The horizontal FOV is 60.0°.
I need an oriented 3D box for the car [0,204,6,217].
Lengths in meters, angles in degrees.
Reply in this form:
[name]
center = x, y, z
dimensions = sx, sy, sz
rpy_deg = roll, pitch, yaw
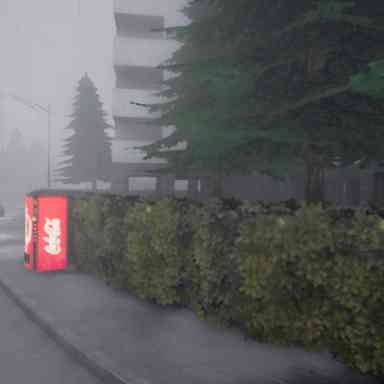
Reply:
[car]
center = -14.683, 1.156, 23.432
dimensions = 1.994, 1.385, 4.181
rpy_deg = 1, 0, -14

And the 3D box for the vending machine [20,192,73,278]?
[vending machine]
center = -3.871, 1.066, 8.866
dimensions = 1.100, 2.100, 0.880
rpy_deg = 0, 1, -38
